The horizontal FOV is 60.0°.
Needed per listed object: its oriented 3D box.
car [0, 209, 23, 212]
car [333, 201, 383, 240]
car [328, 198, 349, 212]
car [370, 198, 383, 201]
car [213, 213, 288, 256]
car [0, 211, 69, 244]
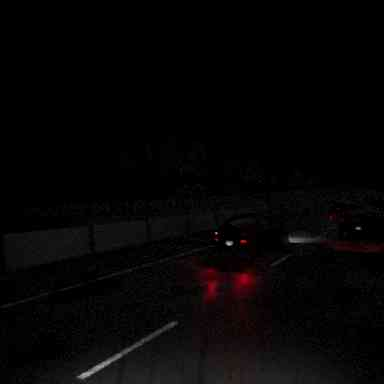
[{"bbox_3d":[-10.972,1.725,18.776,2.128,1.511,4.902,-1,0,32],"label":"car"},{"bbox_3d":[8.850,1.477,17.229,1.882,1.535,5.008,-1,0,32],"label":"car"},{"bbox_3d":[15.929,1.379,35.432,1.812,1.442,4.674,-1,1,32],"label":"car"},{"bbox_3d":[19.033,1.301,33.799,2.128,1.511,4.902,-1,1,32],"label":"car"},{"bbox_3d":[2.497,1.591,13.576,1.812,1.442,4.674,-1,0,32],"label":"car"},{"bbox_3d":[-8.495,1.795,16.122,1.895,1.301,4.718,-1,0,32],"label":"car"}]
